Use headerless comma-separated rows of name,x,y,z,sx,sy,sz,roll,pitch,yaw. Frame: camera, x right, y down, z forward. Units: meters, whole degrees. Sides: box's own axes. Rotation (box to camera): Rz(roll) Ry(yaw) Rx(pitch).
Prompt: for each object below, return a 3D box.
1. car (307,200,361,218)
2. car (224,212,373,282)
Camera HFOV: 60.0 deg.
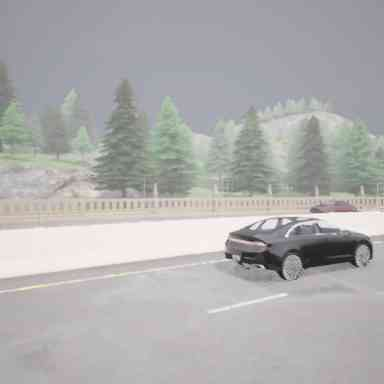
car,12.658,1.480,29.739,4.181,1.385,1.994,0,0,-20
car,3.221,1.461,9.667,4.902,1.511,2.128,0,0,-30
